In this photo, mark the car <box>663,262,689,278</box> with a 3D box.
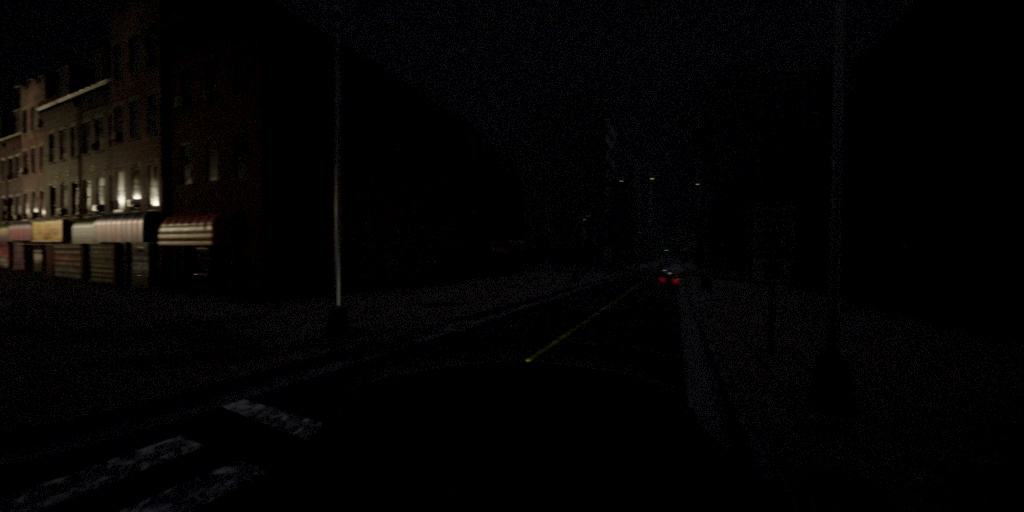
[{"bbox_3d":[18.522,1.729,40.491,1.812,1.442,4.674,2,0,40],"label":"car"}]
